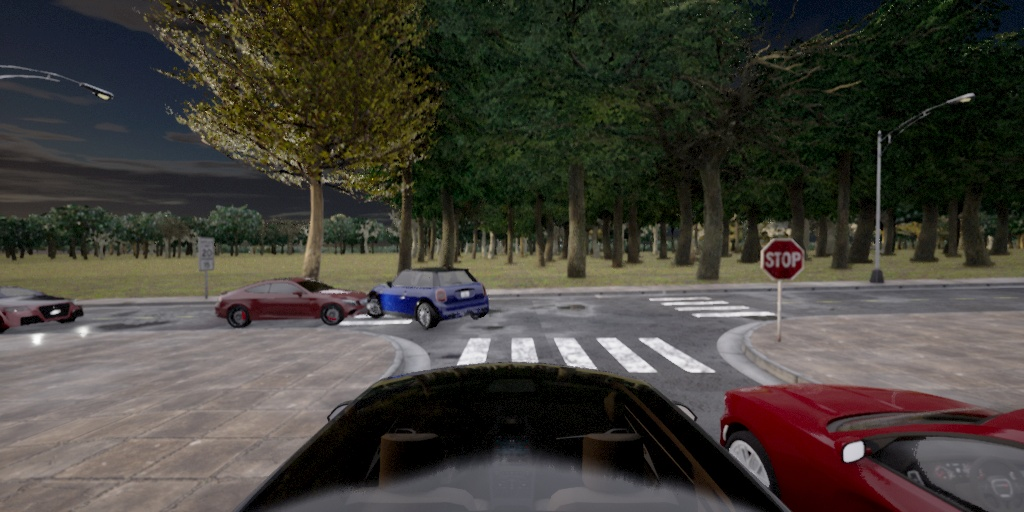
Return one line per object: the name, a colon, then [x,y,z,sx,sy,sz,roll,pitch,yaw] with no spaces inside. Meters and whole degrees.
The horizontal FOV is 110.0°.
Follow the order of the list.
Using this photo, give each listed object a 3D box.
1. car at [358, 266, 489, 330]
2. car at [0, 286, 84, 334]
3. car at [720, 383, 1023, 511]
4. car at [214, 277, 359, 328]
car: [-2.888,1.144,11.711,4.553,1.767,2.097,-1,1,43]
car: [-16.966,1.707,11.742,4.181,1.385,1.994,-1,1,0]
car: [2.635,1.295,1.286,1.888,1.381,4.507,0,0,0]
car: [-7.023,1.428,11.734,4.674,1.442,1.812,-1,1,0]
